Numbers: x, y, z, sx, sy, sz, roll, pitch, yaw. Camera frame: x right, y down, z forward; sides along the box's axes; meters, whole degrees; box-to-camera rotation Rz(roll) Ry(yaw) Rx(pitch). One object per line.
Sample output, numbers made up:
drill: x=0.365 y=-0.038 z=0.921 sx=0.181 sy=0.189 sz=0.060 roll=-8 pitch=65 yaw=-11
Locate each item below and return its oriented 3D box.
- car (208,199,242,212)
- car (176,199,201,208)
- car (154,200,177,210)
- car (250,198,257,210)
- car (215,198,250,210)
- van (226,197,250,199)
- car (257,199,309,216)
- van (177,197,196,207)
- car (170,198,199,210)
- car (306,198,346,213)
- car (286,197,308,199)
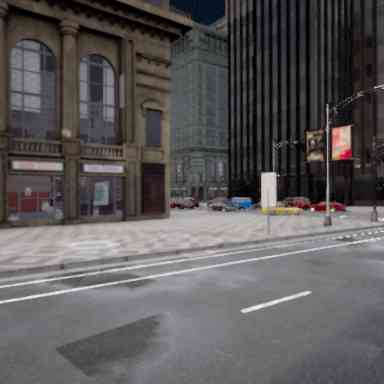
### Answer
car: x=3.974 y=1.964 z=43.898 sx=2.008 sy=1.369 sz=4.403 roll=-1 pitch=0 yaw=-35
car: x=-0.684 y=2.078 z=60.512 sx=1.882 sy=1.535 sz=5.008 roll=0 pitch=0 yaw=-35
car: x=-4.510 y=2.156 z=55.851 sx=1.887 sy=1.381 sz=4.507 roll=-1 pitch=0 yaw=-35
car: x=10.711 y=1.953 z=49.160 sx=1.802 sy=1.307 sz=4.206 roll=-1 pitch=0 yaw=-35
car: x=5.146 y=1.969 z=46.872 sx=2.033 sy=1.411 sz=5.357 roll=0 pitch=-1 yaw=-35
van: x=7.766 y=1.781 z=53.312 sx=1.690 sy=1.788 sz=3.998 roll=-1 pitch=0 yaw=-35
car: x=9.727 y=1.803 z=35.791 sx=1.752 sy=1.417 sz=4.829 roll=-1 pitch=0 yaw=-35
van: x=-1.053 y=1.986 z=65.767 sx=1.690 sy=1.788 sz=3.998 roll=-1 pitch=0 yaw=-35
car: x=-1.687 y=1.861 z=51.866 sx=2.192 sy=1.841 sz=5.009 roll=-1 pitch=0 yaw=-35
car: x=16.589 y=1.777 z=40.856 sx=1.887 sy=1.381 sz=4.507 roll=-1 pitch=0 yaw=-35
car: x=13.644 y=1.617 z=45.008 sx=2.192 sy=1.841 sz=5.009 roll=-1 pitch=0 yaw=-35
